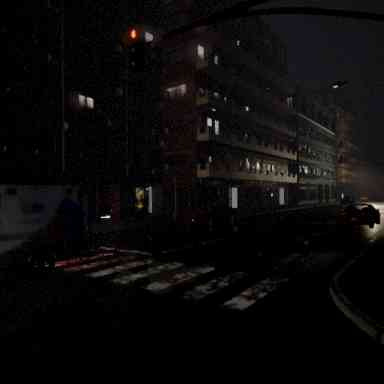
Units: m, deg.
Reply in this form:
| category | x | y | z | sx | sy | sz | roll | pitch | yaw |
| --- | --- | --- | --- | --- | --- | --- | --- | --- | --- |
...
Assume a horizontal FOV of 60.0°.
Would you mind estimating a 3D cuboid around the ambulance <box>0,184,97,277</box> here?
| category | x | y | z | sx | sy | sz | roll | pitch | yaw |
| --- | --- | --- | --- | --- | --- | --- | --- | --- | --- |
| ambulance | -5.643 | 1.033 | 8.302 | 2.351 | 2.431 | 6.366 | 0 | 0 | 36 |

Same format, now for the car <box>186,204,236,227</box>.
| category | x | y | z | sx | sy | sz | roll | pitch | yaw |
| --- | --- | --- | --- | --- | --- | --- | --- | --- | --- |
| car | 1.379 | 1.513 | 22.666 | 1.887 | 1.381 | 4.507 | -1 | 0 | 36 |

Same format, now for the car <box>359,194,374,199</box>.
| category | x | y | z | sx | sy | sz | roll | pitch | yaw |
| --- | --- | --- | --- | --- | --- | --- | --- | --- | --- |
| car | 37.018 | 1.291 | 71.147 | 1.802 | 1.307 | 4.206 | -1 | 0 | 36 |

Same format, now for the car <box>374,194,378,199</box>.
| category | x | y | z | sx | sy | sz | roll | pitch | yaw |
| --- | --- | --- | --- | --- | --- | --- | --- | --- | --- |
| car | 43.729 | 1.229 | 80.318 | 1.947 | 1.339 | 4.313 | -1 | 0 | 36 |

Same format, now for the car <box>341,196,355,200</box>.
| category | x | y | z | sx | sy | sz | roll | pitch | yaw |
| --- | --- | --- | --- | --- | --- | --- | --- | --- | --- |
| car | 26.949 | 1.345 | 57.390 | 1.947 | 1.339 | 4.313 | -1 | 0 | 36 |

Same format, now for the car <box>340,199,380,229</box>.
| category | x | y | z | sx | sy | sz | roll | pitch | yaw |
| --- | --- | --- | --- | --- | --- | --- | --- | --- | --- |
| car | 10.307 | 1.371 | 20.285 | 1.887 | 1.381 | 4.507 | -1 | 0 | 36 |
